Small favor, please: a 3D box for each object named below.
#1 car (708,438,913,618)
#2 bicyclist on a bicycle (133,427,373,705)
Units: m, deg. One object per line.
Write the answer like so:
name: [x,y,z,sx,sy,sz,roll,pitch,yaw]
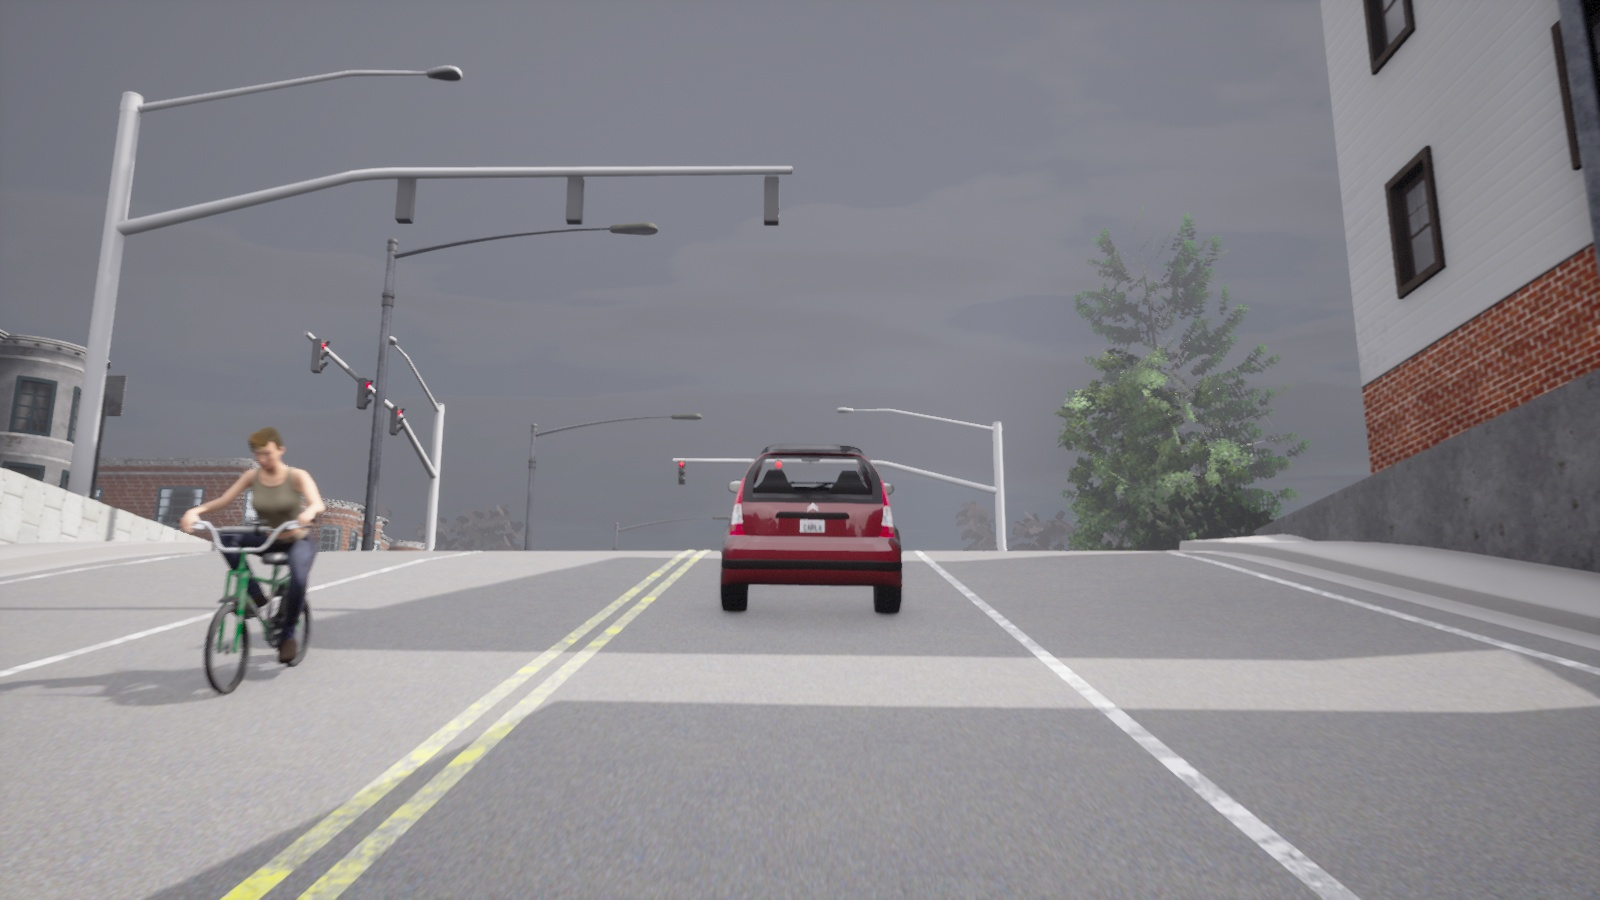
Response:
car: [0.102,0.730,13.491,1.851,1.617,3.988,1,0,0]
bicyclist on a bicycle: [-3.432,0.676,8.043,0.866,1.612,1.509,0,0,0]
